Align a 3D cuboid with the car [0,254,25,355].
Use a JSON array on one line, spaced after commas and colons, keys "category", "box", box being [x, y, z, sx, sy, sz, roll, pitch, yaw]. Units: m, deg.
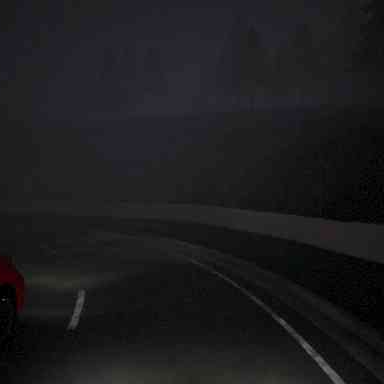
[{"category": "car", "box": [-3.538, 1.210, 2.746, 2.150, 2.045, 5.566, 0, 0, -3]}]
